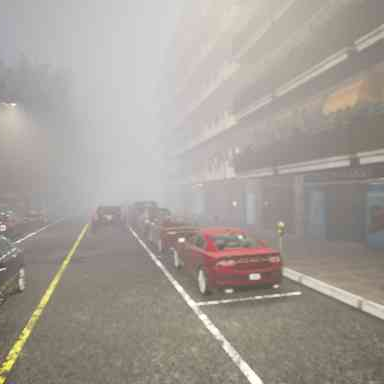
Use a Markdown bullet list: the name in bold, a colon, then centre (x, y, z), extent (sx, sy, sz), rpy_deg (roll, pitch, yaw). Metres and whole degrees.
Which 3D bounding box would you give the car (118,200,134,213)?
- **car**: centre (-9.406, 1.994, 46.932), extent (1.967, 1.590, 4.097), rpy_deg (-1, 0, -15)

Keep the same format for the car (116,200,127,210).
- **car**: centre (-12.331, 2.233, 57.981), extent (1.752, 1.417, 4.829), rpy_deg (-1, 0, -15)

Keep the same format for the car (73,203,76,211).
- **car**: centre (-18.943, 2.336, 50.225), extent (2.008, 1.369, 4.403), rpy_deg (-1, 0, -15)

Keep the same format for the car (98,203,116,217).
- **car**: centre (-10.111, 2.074, 39.482), extent (1.994, 1.385, 4.181), rpy_deg (-1, -1, -15)

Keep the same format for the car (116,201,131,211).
- **car**: centre (-10.844, 2.195, 52.374), extent (1.947, 1.339, 4.313), rpy_deg (-1, 0, -15)

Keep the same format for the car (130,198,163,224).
- **car**: centre (-3.642, 1.579, 25.164), extent (2.192, 1.841, 5.009), rpy_deg (-1, 0, -15)

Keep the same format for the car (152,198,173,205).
- **car**: centre (-7.672, 2.440, 86.963), extent (5.009, 1.841, 2.192), rpy_deg (0, -2, -15)

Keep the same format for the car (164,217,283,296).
- **car**: centre (0.690, 1.595, 8.838), extent (1.887, 1.381, 4.507), rpy_deg (-1, 0, -15)

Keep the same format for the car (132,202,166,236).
- **car**: centre (-2.196, 1.632, 19.722), extent (1.967, 1.590, 4.097), rpy_deg (-1, 0, -15)

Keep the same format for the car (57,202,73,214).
- **car**: centre (-17.459, 2.234, 44.619), extent (1.752, 1.417, 4.829), rpy_deg (-1, 0, -15)

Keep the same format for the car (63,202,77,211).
- **car**: centre (-20.343, 2.384, 55.504), extent (1.752, 1.417, 4.829), rpy_deg (-1, 0, -15)

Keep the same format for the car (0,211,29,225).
- **car**: centre (-10.295, 1.789, 17.573), extent (1.967, 1.590, 4.097), rpy_deg (-1, 0, -15)

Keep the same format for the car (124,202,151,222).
- **car**: centre (-5.080, 1.775, 30.607), extent (1.967, 1.590, 4.097), rpy_deg (-1, 0, -15)

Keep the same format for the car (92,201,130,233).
- **car**: centre (-5.570, 1.634, 22.262), extent (2.097, 1.767, 4.553), rpy_deg (-1, -1, -15)

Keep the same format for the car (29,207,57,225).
- **car**: centre (-13.176, 2.042, 28.457), extent (2.008, 1.369, 4.403), rpy_deg (-1, 0, -15)

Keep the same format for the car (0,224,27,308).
- **car**: centre (-4.518, 1.648, 6.277), extent (1.837, 1.490, 4.892), rpy_deg (-1, -1, -15)

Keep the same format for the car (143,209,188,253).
- **car**: centre (-0.753, 1.665, 14.280), extent (1.887, 1.381, 4.507), rpy_deg (-1, 0, -15)
